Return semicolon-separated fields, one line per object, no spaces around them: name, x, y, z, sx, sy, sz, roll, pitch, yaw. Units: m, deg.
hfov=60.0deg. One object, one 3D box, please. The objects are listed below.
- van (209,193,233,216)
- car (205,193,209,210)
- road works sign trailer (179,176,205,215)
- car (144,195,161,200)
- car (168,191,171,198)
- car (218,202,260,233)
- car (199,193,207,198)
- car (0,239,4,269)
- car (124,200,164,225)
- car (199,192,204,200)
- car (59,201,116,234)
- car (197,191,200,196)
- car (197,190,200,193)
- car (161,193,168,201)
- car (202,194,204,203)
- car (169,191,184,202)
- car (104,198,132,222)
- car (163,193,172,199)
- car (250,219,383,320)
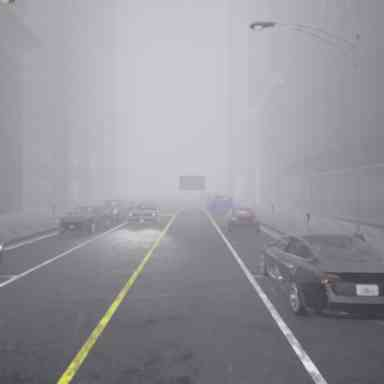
van;2.690;1.143;29.654;1.690;1.788;3.998;1;0;0
car;2.691;1.202;35.279;1.967;1.590;4.097;1;0;0
road works sign trailer;0.013;0.256;31.109;2.380;3.560;2.880;0;0;0
car;-5.830;1.224;46.528;1.887;1.381;4.507;1;0;0
car;-5.821;1.032;68.855;1.752;1.417;4.829;1;0;0
car;2.682;1.462;18.407;1.802;1.307;4.206;1;0;0
car;2.711;0.931;85.902;1.947;1.339;4.313;1;0;0
car;-5.847;1.519;7.157;1.947;1.339;4.313;1;0;0
car;-3.091;1.451;22.729;1.895;1.301;4.718;0;0;0
car;2.699;1.145;57.779;2.008;1.369;4.403;1;0;0
car;-5.843;1.424;18.407;1.887;1.381;4.507;1;0;0
car;2.707;1.004;74.652;1.887;1.381;4.507;1;0;0
car;2.709;0.957;80.276;1.887;1.381;4.507;1;0;0
car;-5.826;1.145;57.776;2.008;1.369;4.403;1;0;0
car;2.695;1.230;46.529;2.008;1.369;4.403;1;0;0
car;-2.991;1.066;64.405;1.812;1.442;4.674;0;1;0
car;-5.839;1.281;24.030;1.967;1.590;4.097;1;0;0
car;-5.817;0.995;80.274;1.802;1.307;4.206;1;0;0
car;2.678;1.519;7.157;1.947;1.339;4.313;1;0;0
